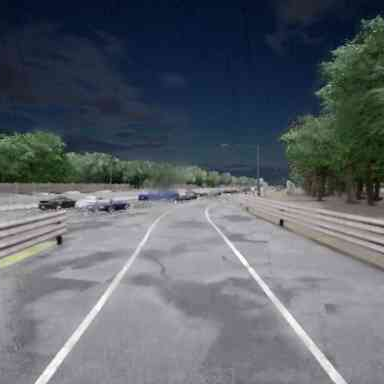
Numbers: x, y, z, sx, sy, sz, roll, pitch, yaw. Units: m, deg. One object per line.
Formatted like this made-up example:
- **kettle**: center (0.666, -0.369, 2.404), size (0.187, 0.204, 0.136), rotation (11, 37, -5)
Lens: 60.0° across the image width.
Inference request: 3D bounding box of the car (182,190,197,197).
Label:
- **car**: center (-0.504, 0.308, 76.184), size (1.837, 1.490, 4.892), rotation (0, 1, 18)

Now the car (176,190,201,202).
- **car**: center (-0.497, 0.826, 53.051), size (1.895, 1.301, 4.718), rotation (0, 1, 18)

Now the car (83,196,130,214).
- **car**: center (-7.565, 1.279, 30.766), size (1.895, 1.301, 4.718), rotation (0, 1, 18)

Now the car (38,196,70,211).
- **car**: center (-13.700, 1.157, 34.575), size (1.837, 1.490, 4.892), rotation (0, 1, 18)

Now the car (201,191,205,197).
- **car**: center (2.232, 0.437, 73.232), size (1.895, 1.301, 4.718), rotation (0, 1, 18)

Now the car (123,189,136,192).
- **car**: center (-15.429, 0.073, 87.013), size (2.097, 1.767, 4.553), rotation (0, 1, 18)

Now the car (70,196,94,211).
- **car**: center (-10.094, 1.157, 34.371), size (1.812, 1.442, 4.674), rotation (0, 1, 18)

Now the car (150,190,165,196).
- **car**: center (-8.764, 0.235, 84.872), size (2.128, 1.511, 4.902), rotation (0, 1, 18)

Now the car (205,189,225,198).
- **car**: center (4.957, 0.374, 70.247), size (2.128, 1.511, 4.902), rotation (0, 1, 18)

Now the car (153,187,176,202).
- **car**: center (-3.827, 0.450, 54.129), size (2.150, 2.045, 5.566), rotation (0, 1, 18)

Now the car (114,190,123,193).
- **car**: center (-18.865, 0.269, 87.756), size (2.033, 1.411, 5.357), rotation (0, 1, 18)

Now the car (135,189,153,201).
- **car**: center (-7.172, 0.712, 55.157), size (1.882, 1.535, 5.008), rotation (0, 1, 18)
